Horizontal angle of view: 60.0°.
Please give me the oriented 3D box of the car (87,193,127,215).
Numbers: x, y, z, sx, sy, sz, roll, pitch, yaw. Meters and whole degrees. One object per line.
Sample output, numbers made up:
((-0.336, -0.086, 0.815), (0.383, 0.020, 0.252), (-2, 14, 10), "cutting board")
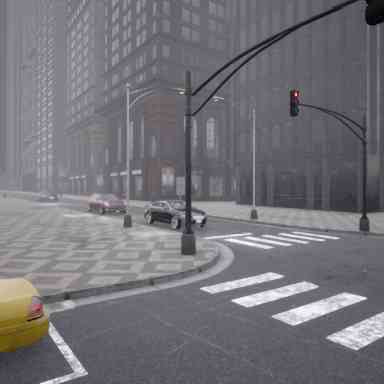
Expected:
((-7.040, 0.876, 27.587), (2.097, 1.767, 4.553), (0, 1, -35), "car")

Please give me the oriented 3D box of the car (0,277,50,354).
((-4.223, 1.525, 3.641), (4.829, 1.417, 1.752), (0, 0, -35), "car")

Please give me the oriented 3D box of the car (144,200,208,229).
((-1.056, 1.206, 19.242), (2.128, 1.511, 4.902), (0, 1, -36), "car")

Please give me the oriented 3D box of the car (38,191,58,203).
((-19.517, 0.639, 45.075), (2.128, 1.511, 4.902), (0, 1, -35), "car")
